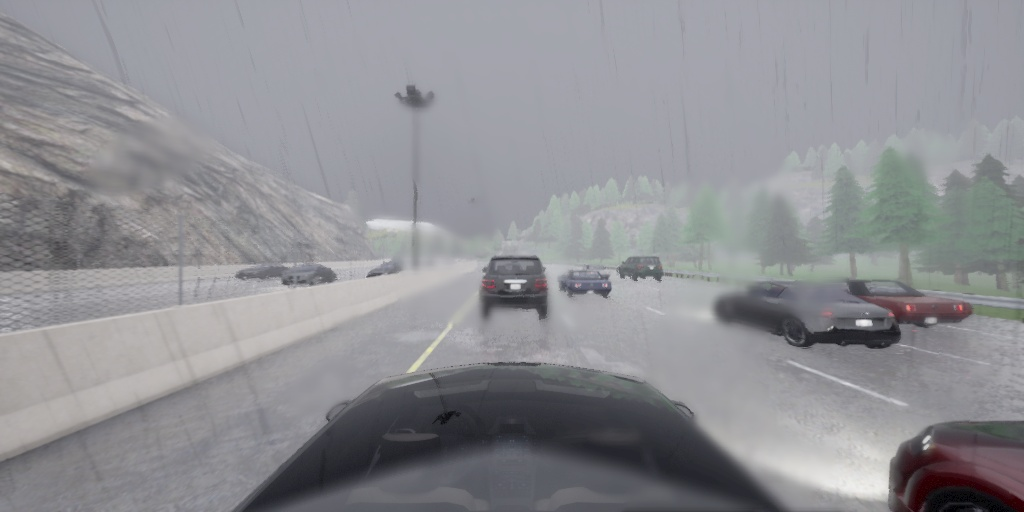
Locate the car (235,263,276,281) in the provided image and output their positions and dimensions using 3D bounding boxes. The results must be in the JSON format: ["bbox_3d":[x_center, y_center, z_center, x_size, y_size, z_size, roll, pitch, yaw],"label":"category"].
[{"bbox_3d":[-21.095,1.327,30.985,2.033,1.411,5.357,0,0,0],"label":"car"}]

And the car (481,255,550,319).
[{"bbox_3d":[0.101,0.985,13.013,2.150,2.045,5.566,0,0,0],"label":"car"}]

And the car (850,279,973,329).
[{"bbox_3d":[10.599,1.365,11.272,1.895,1.301,4.718,0,0,0],"label":"car"}]

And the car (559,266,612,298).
[{"bbox_3d":[3.599,1.372,18.461,1.895,1.301,4.718,0,0,0],"label":"car"}]

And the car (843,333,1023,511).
[{"bbox_3d":[3.599,1.314,0.703,1.994,1.385,4.181,0,0,0],"label":"car"}]

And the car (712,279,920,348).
[{"bbox_3d":[7.101,1.325,9.246,1.994,1.385,4.181,0,0,0],"label":"car"}]

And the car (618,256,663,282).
[{"bbox_3d":[10.601,1.009,29.876,2.150,2.045,5.566,0,0,0],"label":"car"}]

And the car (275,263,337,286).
[{"bbox_3d":[-14.094,1.338,25.192,1.994,1.385,4.181,0,0,0],"label":"car"}]

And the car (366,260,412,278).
[{"bbox_3d":[-10.595,1.329,30.827,2.033,1.411,5.357,0,0,0],"label":"car"}]

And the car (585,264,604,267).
[{"bbox_3d":[7.103,1.389,31.402,1.895,1.301,4.718,0,0,0],"label":"car"}]
